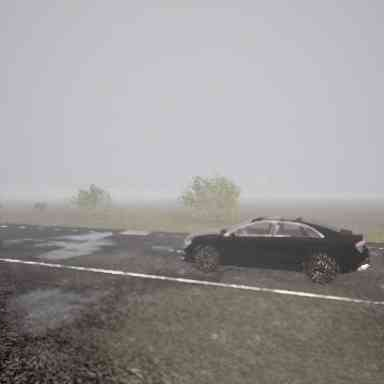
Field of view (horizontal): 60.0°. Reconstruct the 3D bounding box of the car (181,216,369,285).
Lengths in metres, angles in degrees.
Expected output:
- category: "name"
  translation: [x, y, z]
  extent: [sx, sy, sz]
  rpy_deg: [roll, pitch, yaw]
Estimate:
- category: "car"
  translation: [2.078, 1.408, 9.105]
  extent: [4.902, 1.511, 2.128]
  rpy_deg: [0, 0, 24]
